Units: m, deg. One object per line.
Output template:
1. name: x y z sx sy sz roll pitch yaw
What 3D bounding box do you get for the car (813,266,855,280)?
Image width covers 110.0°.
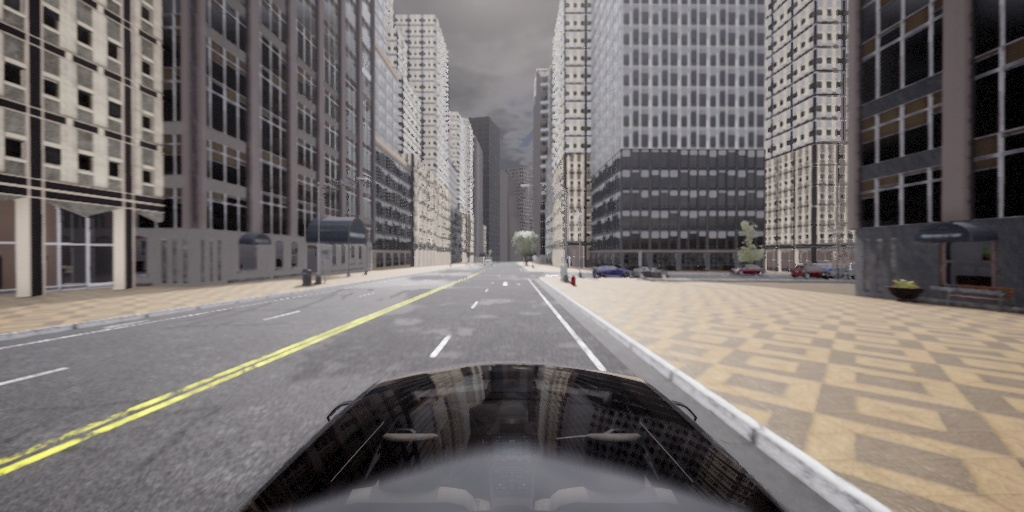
1. car: 38.499 2.186 41.966 4.313 1.339 1.948 0 0 -1

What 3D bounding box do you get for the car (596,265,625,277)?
1. car: 12.272 1.866 44.340 4.674 1.442 1.812 1 0 -1

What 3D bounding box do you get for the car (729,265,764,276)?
1. car: 32.767 1.946 50.279 4.097 1.591 1.967 0 0 -1

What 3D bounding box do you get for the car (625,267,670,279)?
1. car: 15.934 1.947 41.569 4.403 1.370 2.007 0 0 -1

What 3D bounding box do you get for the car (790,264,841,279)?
1. car: 37.526 1.944 44.637 4.553 1.767 2.097 1 0 -1
